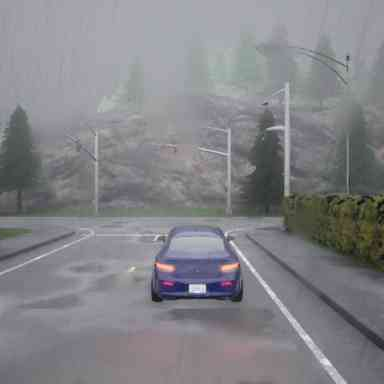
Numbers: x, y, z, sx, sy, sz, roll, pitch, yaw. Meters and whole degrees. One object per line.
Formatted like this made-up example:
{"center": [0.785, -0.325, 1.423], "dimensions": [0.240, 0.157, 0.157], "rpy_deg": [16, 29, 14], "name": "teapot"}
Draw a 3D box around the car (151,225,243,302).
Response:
{"center": [0.107, 1.526, 8.130], "dimensions": [1.812, 1.442, 4.674], "rpy_deg": [0, 0, 0], "name": "car"}
